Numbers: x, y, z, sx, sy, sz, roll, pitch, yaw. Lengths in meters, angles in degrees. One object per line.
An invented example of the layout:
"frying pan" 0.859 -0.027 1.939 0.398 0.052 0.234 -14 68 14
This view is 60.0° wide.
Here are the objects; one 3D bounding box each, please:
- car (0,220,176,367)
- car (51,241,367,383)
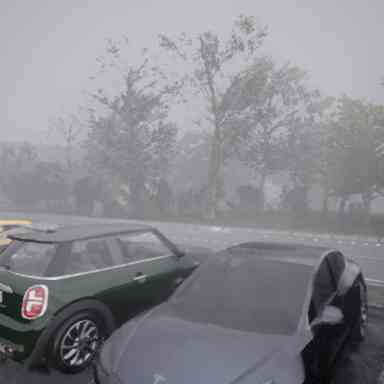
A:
"car" -1.276 1.348 6.013 2.185 1.767 4.553 0 0 35
"car" 0.984 1.506 4.406 2.163 1.488 4.792 0 0 35
